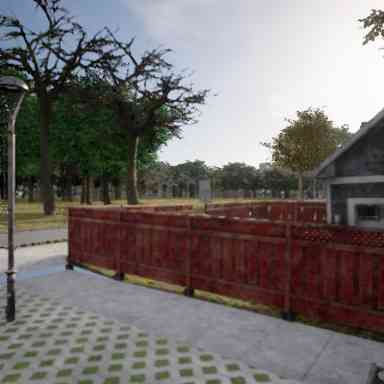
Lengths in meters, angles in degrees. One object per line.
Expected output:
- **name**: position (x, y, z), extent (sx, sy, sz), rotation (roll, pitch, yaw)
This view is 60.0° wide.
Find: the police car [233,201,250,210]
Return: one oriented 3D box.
- **police car**: position (5.406, 1.927, 41.479), extent (2.038, 1.542, 4.974), rotation (-2, -2, 34)
